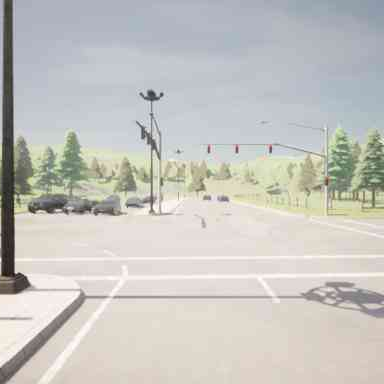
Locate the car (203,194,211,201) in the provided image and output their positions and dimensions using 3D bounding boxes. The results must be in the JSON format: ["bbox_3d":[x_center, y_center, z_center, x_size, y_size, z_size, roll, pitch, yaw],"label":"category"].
[{"bbox_3d":[3.812,1.321,84.021,2.097,1.767,4.553,0,0,2],"label":"car"}]

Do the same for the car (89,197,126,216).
[{"bbox_3d":[-8.076,1.494,32.105,1.837,1.490,4.892,0,-1,0],"label":"car"}]

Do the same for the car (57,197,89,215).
[{"bbox_3d":[-11.574,1.478,34.079,2.128,1.511,4.902,0,0,0],"label":"car"}]

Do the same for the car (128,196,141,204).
[{"bbox_3d":[-11.465,1.537,66.469,1.994,1.385,4.181,0,0,0],"label":"car"}]

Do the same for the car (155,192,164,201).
[{"bbox_3d":[-7.845,0.981,77.811,2.150,2.045,5.566,0,0,1],"label":"car"}]

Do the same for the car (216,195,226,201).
[{"bbox_3d":[7.320,1.491,84.279,2.128,1.511,4.902,0,0,2],"label":"car"}]

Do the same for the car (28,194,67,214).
[{"bbox_3d":[-15.270,1.210,35.749,2.150,2.045,5.566,0,0,4],"label":"car"}]

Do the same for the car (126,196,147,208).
[{"bbox_3d":[-8.063,1.528,46.887,2.033,1.411,5.357,0,0,0],"label":"car"}]

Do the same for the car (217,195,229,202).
[{"bbox_3d":[7.095,1.448,73.875,1.882,1.535,5.008,0,0,1],"label":"car"}]

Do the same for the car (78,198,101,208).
[{"bbox_3d":[-15.059,1.581,49.213,1.895,1.301,4.718,0,0,0],"label":"car"}]

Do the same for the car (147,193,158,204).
[{"bbox_3d":[-8.010,1.452,62.185,1.882,1.535,5.008,0,0,0],"label":"car"}]
